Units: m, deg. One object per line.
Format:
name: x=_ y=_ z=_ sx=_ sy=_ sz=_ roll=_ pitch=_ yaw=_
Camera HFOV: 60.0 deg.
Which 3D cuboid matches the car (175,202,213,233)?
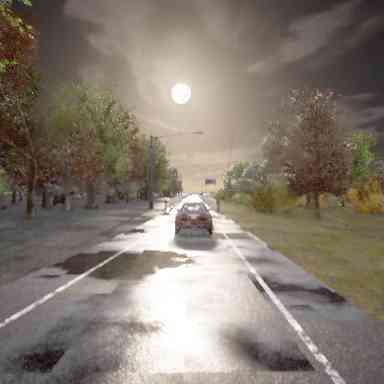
car: x=0.099 y=1.393 z=20.096 sx=2.097 sy=1.767 sz=4.553 roll=0 pitch=0 yaw=0
